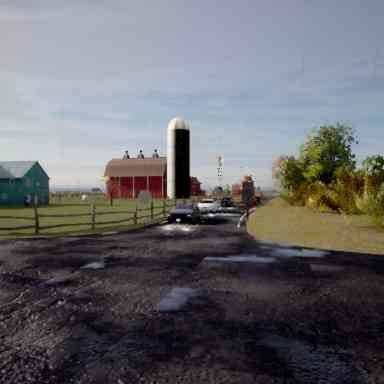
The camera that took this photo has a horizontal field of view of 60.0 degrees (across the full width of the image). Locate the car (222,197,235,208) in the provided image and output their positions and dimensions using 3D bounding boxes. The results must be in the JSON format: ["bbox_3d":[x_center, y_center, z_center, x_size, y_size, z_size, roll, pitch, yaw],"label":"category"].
[{"bbox_3d":[5.153,1.487,48.983,1.837,1.490,4.892,0,0,15],"label":"car"}]

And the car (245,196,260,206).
[{"bbox_3d":[10.090,1.517,56.339,1.812,1.442,4.674,0,0,15],"label":"car"}]

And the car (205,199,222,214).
[{"bbox_3d":[1.685,1.510,35.837,1.812,1.442,4.674,0,0,14],"label":"car"}]

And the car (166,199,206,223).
[{"bbox_3d":[-0.486,1.536,25.481,2.033,1.411,5.357,0,0,10],"label":"car"}]
